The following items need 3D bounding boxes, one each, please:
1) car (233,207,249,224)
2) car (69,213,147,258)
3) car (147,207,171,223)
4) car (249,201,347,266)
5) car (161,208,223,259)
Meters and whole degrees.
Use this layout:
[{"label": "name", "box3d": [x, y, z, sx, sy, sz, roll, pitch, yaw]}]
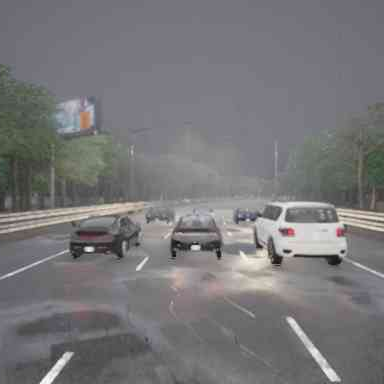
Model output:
[{"label": "car", "box3d": [4.440, 1.885, 27.604, 1.895, 1.301, 4.718, 0, -1, 4]}, {"label": "car", "box3d": [-3.278, 1.644, 13.381, 1.837, 1.490, 4.892, 0, 0, 2]}, {"label": "car", "box3d": [-2.546, 1.889, 28.059, 1.895, 1.301, 4.718, 0, -1, 5]}, {"label": "car", "box3d": [3.674, 1.351, 12.270, 2.150, 2.045, 5.566, 0, 0, 2]}, {"label": "car", "box3d": [0.221, 1.629, 13.295, 2.128, 1.511, 4.902, 0, 0, 2]}]
